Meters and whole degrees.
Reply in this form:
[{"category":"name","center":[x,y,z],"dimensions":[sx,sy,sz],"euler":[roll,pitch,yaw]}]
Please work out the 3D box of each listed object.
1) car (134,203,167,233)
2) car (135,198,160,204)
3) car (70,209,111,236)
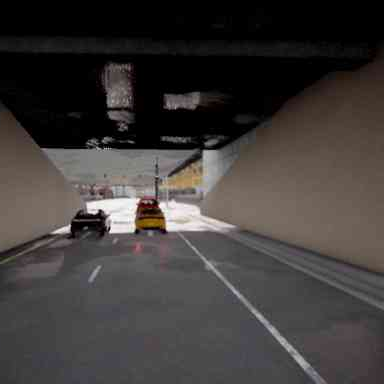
[{"category":"car","center":[-2.728,1.729,21.734],"dimensions":[1.882,1.535,5.008],"euler":[0,-1,-8]},{"category":"car","center":[-4.164,1.589,31.616],"dimensions":[2.150,2.045,5.566],"euler":[0,-1,-8]},{"category":"car","center":[-6.045,1.754,20.221],"dimensions":[2.128,1.511,4.902],"euler":[0,-1,-8]}]
